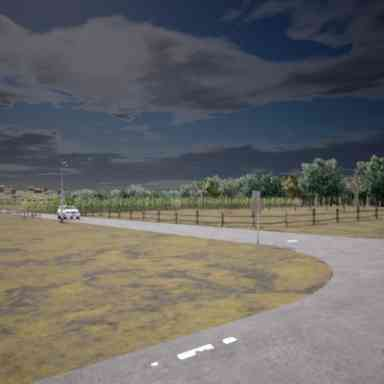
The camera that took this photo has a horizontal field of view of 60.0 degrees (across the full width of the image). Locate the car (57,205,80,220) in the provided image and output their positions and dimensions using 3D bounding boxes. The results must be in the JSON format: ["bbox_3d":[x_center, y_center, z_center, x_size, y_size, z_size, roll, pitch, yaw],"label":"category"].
[{"bbox_3d":[-18.603,3.047,50.007,2.150,2.045,5.566,1,-3,-35],"label":"car"}]
